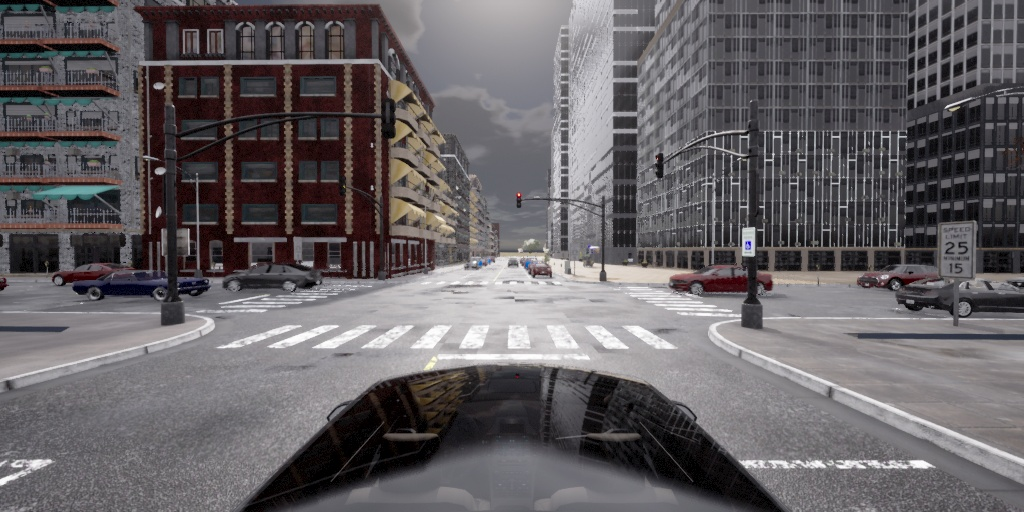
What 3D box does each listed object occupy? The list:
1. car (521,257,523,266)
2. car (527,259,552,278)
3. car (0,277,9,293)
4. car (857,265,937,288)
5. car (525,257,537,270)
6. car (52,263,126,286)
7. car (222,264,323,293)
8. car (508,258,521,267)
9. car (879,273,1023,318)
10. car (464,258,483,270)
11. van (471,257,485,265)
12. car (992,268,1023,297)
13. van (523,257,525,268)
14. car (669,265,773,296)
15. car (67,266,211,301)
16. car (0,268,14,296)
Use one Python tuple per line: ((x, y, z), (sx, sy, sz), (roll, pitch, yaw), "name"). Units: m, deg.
((2.778, 1.240, 55.998), (1.888, 1.381, 4.507), (0, 0, 0), "car")
((2.728, 1.271, 33.414), (1.888, 1.381, 4.507), (0, 0, 0), "car")
((-22.597, 1.259, 13.704), (4.507, 1.381, 1.888), (0, 0, 1), "car")
((23.418, 1.230, 21.609), (4.097, 1.591, 1.967), (0, 0, 1), "car")
((2.740, 1.159, 39.060), (1.967, 1.591, 4.097), (0, 0, 0), "car")
((-25.811, 1.110, 22.368), (4.507, 1.381, 1.888), (0, 0, 1), "car")
((-12.914, 1.169, 19.464), (4.892, 1.490, 1.837), (0, 1, 1), "car")
((0.239, 1.281, 64.056), (1.895, 1.301, 4.718), (0, 0, 0), "car")
((16.740, 1.445, 13.076), (4.403, 1.370, 2.007), (0, 0, 1), "car")
((-5.583, 1.269, 50.337), (1.948, 1.339, 4.313), (0, 0, 0), "car")
((-5.570, 1.036, 55.984), (1.690, 1.789, 3.998), (0, 0, 0), "van")
((29.240, 1.408, 18.784), (5.357, 1.411, 2.033), (0, 1, 1), "car")
((2.766, 1.044, 50.352), (1.690, 1.789, 3.998), (0, 0, 0), "van")
((11.016, 1.253, 19.075), (5.008, 1.535, 1.882), (0, 1, 1), "car")
((-16.643, 1.299, 16.316), (4.718, 1.301, 1.895), (0, 1, 1), "car")
((-26.522, 1.255, 16.475), (4.718, 1.301, 1.895), (0, 1, 1), "car")
